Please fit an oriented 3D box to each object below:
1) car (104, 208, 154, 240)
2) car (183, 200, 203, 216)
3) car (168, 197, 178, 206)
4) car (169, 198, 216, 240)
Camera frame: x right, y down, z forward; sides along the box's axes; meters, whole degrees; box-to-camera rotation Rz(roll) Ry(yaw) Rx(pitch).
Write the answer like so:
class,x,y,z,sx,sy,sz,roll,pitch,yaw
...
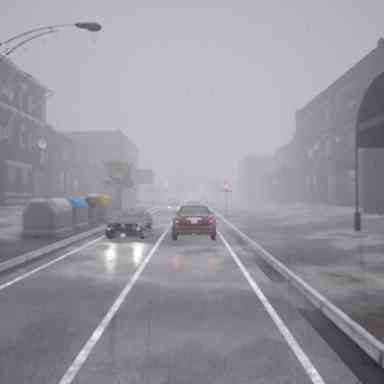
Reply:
class,x,y,z,sx,sy,sz,roll,pitch,yaw
car,-3.101,1.579,17.587,2.033,1.411,5.357,0,0,0
car,0.098,1.654,35.874,2.033,1.411,5.357,0,0,0
car,-3.054,1.676,57.709,1.837,1.490,4.892,0,0,1
car,0.099,1.382,17.374,2.097,1.767,4.553,0,0,0
